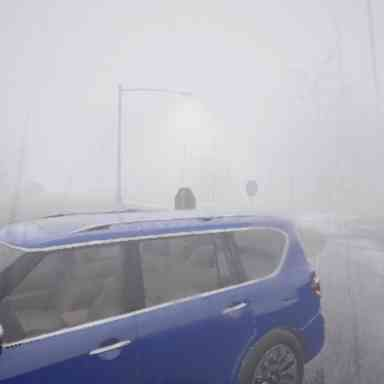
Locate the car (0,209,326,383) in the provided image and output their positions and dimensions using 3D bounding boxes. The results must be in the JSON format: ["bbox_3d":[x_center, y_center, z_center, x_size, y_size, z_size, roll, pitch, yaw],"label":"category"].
[{"bbox_3d":[-1.056,1.239,3.120,5.566,2.045,2.150,0,0,-35],"label":"car"}]

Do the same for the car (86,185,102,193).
[{"bbox_3d":[-17.588,-0.584,59.921,1.882,1.535,5.008,0,2,-36],"label":"car"}]

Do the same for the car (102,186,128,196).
[{"bbox_3d":[-11.749,-0.262,51.798,1.882,1.535,5.008,0,2,-36],"label":"car"}]
